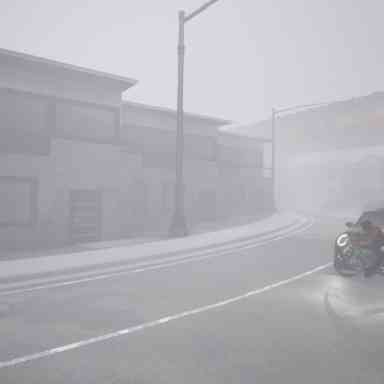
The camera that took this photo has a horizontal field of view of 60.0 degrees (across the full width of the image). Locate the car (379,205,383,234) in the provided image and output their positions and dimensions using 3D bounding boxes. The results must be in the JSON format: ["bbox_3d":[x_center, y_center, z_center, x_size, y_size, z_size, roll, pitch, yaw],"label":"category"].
[{"bbox_3d":[11.542,1.511,18.297,1.895,1.301,4.718,0,0,26],"label":"car"}]

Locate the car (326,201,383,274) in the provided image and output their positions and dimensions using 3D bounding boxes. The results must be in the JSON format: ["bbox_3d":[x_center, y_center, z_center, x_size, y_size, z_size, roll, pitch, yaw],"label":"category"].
[{"bbox_3d":[5.946,1.318,10.111,2.097,1.767,4.553,0,1,39],"label":"car"}]

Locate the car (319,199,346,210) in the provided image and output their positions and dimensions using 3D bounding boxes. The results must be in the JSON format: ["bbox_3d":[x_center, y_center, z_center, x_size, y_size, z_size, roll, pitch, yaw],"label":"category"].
[{"bbox_3d":[19.376,1.773,45.773,1.837,1.490,4.892,1,-1,-8],"label":"car"}]

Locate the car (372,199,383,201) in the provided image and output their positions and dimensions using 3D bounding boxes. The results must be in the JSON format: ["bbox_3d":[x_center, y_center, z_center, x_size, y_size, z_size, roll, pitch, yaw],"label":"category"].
[{"bbox_3d":[13.911,1.108,22.660,1.882,1.535,5.008,1,0,21],"label":"car"}]

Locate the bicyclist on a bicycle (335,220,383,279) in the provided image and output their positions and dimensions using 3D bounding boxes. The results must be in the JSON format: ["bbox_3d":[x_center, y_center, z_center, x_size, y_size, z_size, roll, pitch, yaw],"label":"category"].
[{"bbox_3d":[4.234,1.386,7.804,1.656,1.620,0.582,-1,27,21],"label":"bicyclist on a bicycle"}]
